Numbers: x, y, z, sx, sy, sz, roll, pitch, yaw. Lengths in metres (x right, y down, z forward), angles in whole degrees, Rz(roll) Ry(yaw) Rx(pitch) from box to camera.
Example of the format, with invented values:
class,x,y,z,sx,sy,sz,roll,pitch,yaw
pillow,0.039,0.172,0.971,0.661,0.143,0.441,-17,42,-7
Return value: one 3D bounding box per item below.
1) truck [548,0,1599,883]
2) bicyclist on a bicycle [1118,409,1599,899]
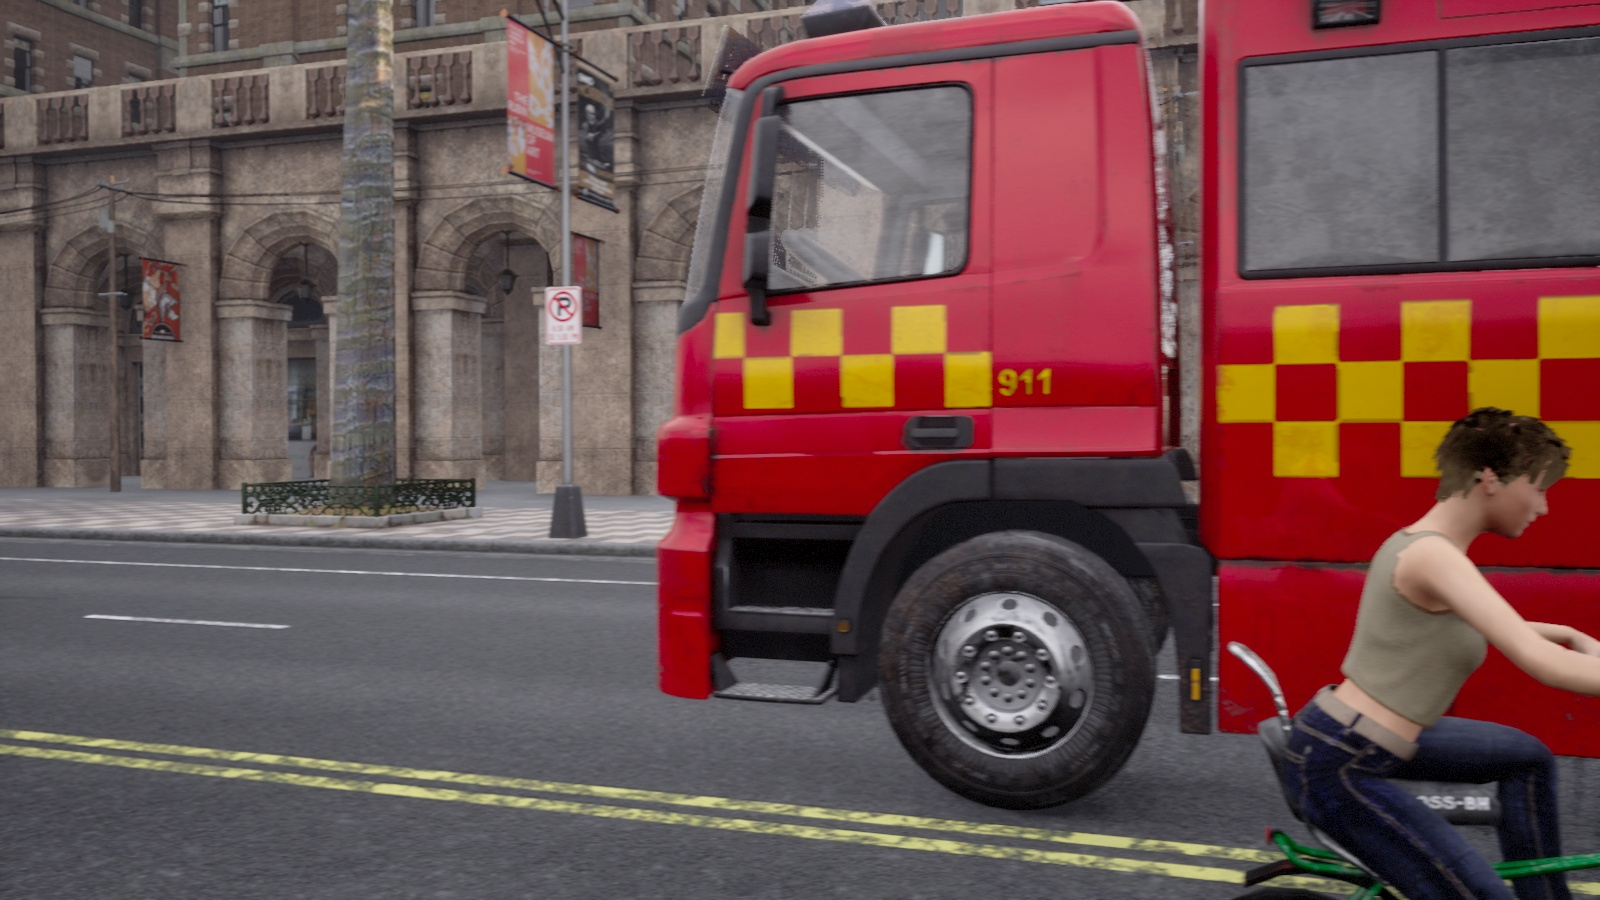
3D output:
class,x,y,z,sx,sy,sz,roll,pitch,yaw
truck,3.334,-0.418,5.717,8.468,3.827,2.891,0,1,18
bicyclist on a bicycle,1.495,0.726,2.694,1.509,1.612,0.866,0,1,19
